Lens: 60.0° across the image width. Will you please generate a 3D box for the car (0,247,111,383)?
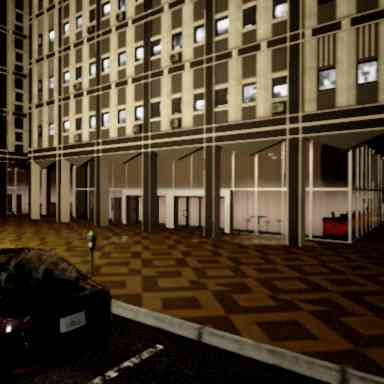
[{"bbox_3d":[-3.074,1.525,5.067,4.313,1.339,1.947,1,0,35],"label":"car"}]
